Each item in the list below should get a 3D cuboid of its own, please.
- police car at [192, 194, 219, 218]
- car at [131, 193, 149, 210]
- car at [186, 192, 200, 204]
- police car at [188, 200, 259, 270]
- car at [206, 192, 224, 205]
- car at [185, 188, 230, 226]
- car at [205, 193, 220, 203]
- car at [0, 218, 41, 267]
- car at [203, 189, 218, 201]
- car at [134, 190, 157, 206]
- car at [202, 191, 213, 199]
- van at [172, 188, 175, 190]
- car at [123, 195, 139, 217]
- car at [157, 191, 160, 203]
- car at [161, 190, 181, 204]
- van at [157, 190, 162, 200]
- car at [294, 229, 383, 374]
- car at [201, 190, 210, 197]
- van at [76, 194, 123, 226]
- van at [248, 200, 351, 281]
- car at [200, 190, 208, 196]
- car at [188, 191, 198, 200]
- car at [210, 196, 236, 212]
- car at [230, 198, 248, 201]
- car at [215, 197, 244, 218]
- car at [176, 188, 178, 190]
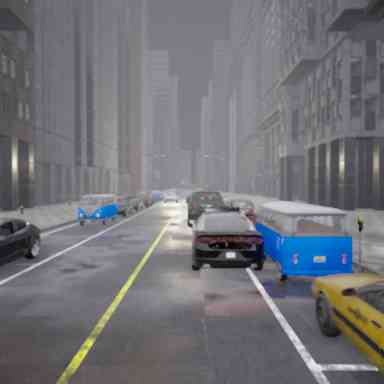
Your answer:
[{"bbox_3d":[0.988,1.030,26.528,1.930,1.638,5.238,0,1,0],"label":"police car"},{"bbox_3d":[-5.659,1.094,31.661,1.947,1.339,4.313,0,1,0],"label":"car"},{"bbox_3d":[0.184,0.815,46.382,1.837,1.490,4.892,0,1,1],"label":"car"},{"bbox_3d":[0.935,1.267,10.530,1.930,1.638,5.238,0,1,0],"label":"police car"},{"bbox_3d":[2.903,0.803,42.912,1.967,1.590,4.097,0,1,0],"label":"car"},{"bbox_3d":[0.801,0.910,20.439,2.150,2.045,5.566,0,1,0],"label":"car"},{"bbox_3d":[2.923,0.845,48.550,1.947,1.339,4.313,0,1,0],"label":"car"},{"bbox_3d":[-5.735,1.427,9.117,1.947,1.339,4.313,0,1,0],"label":"car"},{"bbox_3d":[2.941,0.511,54.183,2.192,1.841,5.009,0,1,0],"label":"car"},{"bbox_3d":[-5.641,0.759,37.293,2.192,1.841,5.009,0,1,0],"label":"car"},{"bbox_3d":[2.980,0.596,65.458,1.947,1.339,4.313,0,1,0],"label":"car"},{"bbox_3d":[-5.508,0.204,76.746,1.690,1.788,3.998,0,1,0],"label":"van"},{"bbox_3d":[-5.678,1.177,26.025,1.947,1.339,4.313,0,1,0],"label":"car"},{"bbox_3d":[-5.621,0.906,42.933,1.887,1.381,4.507,0,1,0],"label":"car"},{"bbox_3d":[-2.873,0.829,46.822,1.812,1.442,4.674,0,1,1],"label":"car"},{"bbox_3d":[-5.603,0.619,48.566,1.690,1.788,3.998,0,1,0],"label":"van"},{"bbox_3d":[2.771,1.469,3.635,1.752,1.417,4.829,0,1,0],"label":"car"},{"bbox_3d":[3.017,0.304,76.726,1.967,1.590,4.097,0,1,0],"label":"car"},{"bbox_3d":[-5.698,1.036,20.386,1.690,1.788,3.998,0,1,0],"label":"van"},{"bbox_3d":[2.789,1.204,9.097,1.690,1.788,3.998,0,1,0],"label":"van"},{"bbox_3d":[3.055,0.266,87.999,1.947,1.339,4.313,0,1,0],"label":"car"},{"bbox_3d":[0.202,0.611,60.263,1.837,1.490,4.892,0,1,0],"label":"car"},{"bbox_3d":[2.866,1.080,31.643,2.008,1.369,4.403,0,1,0],"label":"car"},{"bbox_3d":[2.827,1.136,20.370,1.967,1.590,4.097,0,1,0],"label":"car"},{"bbox_3d":[2.847,1.135,26.177,1.752,1.417,4.829,0,1,0],"label":"car"},{"bbox_3d":[-5.470,0.249,88.021,2.008,1.369,4.403,0,1,0],"label":"car"}]
